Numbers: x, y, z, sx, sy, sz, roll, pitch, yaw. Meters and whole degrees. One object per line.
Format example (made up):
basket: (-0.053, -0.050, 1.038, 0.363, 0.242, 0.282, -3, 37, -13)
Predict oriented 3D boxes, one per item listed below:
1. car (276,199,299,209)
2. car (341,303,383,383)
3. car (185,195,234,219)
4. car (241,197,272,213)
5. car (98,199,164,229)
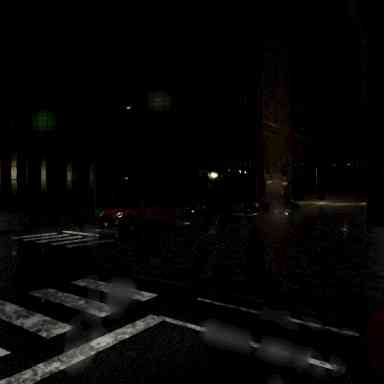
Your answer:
car: (13.124, 1.624, 45.650, 1.994, 1.385, 4.181, 0, 0, 36)
car: (3.534, 1.221, 1.168, 5.566, 2.045, 2.150, 0, 0, 36)
car: (1.686, 1.257, 29.801, 2.150, 2.045, 5.566, 0, 0, 36)
car: (7.390, 1.399, 37.716, 2.097, 1.767, 4.553, 0, 0, 36)
car: (-3.920, 1.377, 21.976, 2.097, 1.767, 4.553, 0, 0, 35)
